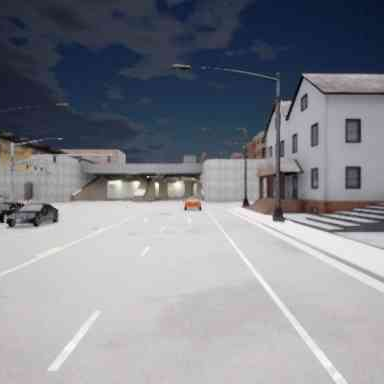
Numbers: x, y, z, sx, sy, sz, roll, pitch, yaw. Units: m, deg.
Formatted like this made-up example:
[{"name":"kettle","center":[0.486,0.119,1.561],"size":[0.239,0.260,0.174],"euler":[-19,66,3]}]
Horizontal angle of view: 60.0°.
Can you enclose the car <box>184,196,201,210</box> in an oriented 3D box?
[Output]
[{"name":"car","center":[0.061,1.298,42.335],"size":[2.097,1.767,4.553],"euler":[0,-1,-1]}]

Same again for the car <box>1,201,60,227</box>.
[{"name":"car","center":[-10.586,1.485,22.601],"size":[1.812,1.442,4.674],"euler":[0,0,0]}]

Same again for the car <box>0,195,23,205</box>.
[{"name":"car","center":[-32.465,1.348,57.910],"size":[2.038,1.542,4.974],"euler":[0,0,29]}]

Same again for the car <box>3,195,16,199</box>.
[{"name":"car","center":[-32.489,1.191,57.864],"size":[1.853,1.218,4.536],"euler":[0,0,29]}]

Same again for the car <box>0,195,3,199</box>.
[{"name":"car","center":[-31.675,1.358,52.543],"size":[2.038,1.542,4.974],"euler":[0,0,-36]}]

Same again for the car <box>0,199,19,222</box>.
[{"name":"car","center":[-13.998,1.519,24.938],"size":[1.837,1.490,4.892],"euler":[0,0,0]}]
